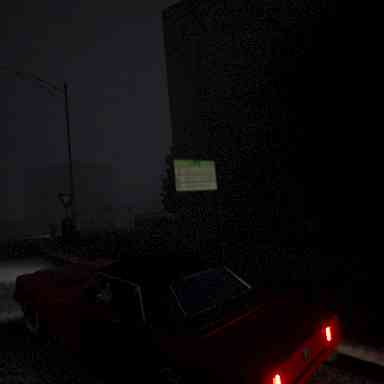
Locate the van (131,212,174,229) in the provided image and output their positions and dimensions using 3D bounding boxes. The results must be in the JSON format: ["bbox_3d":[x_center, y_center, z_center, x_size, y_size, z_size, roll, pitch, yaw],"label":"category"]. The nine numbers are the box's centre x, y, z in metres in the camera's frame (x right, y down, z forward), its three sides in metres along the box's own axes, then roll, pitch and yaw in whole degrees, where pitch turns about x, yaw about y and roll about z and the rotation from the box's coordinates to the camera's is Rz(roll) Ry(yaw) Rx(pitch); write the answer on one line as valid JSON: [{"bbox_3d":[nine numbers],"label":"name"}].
[{"bbox_3d":[-5.106,3.648,42.047,4.442,1.987,1.878,-6,-7,21],"label":"van"}]

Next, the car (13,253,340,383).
[{"bbox_3d":[-0.662,1.563,4.652,4.718,1.301,1.895,1,1,40],"label":"car"}]

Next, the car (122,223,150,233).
[{"bbox_3d":[-10.477,6.669,61.851,4.674,1.452,2.002,-6,-8,21],"label":"car"}]

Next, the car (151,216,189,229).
[{"bbox_3d":[-3.122,4.337,47.265,5.008,1.535,2.097,-6,-8,21],"label":"car"}]

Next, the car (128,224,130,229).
[{"bbox_3d":[-8.134,5.551,55.463,2.097,1.767,4.553,-6,-8,21],"label":"car"}]

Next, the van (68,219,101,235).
[{"bbox_3d":[-15.815,5.154,48.923,4.442,1.987,1.878,-6,-7,21],"label":"van"}]

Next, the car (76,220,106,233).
[{"bbox_3d":[-13.556,4.472,41.902,1.882,1.535,5.008,-6,-6,21],"label":"car"}]

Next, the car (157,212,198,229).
[{"bbox_3d":[-2.150,4.339,49.834,5.566,2.045,2.435,-6,-8,21],"label":"car"}]

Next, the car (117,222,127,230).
[{"bbox_3d":[-13.611,5.721,54.005,4.553,1.767,2.185,-6,-7,21],"label":"car"}]

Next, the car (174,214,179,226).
[{"bbox_3d":[-4.140,4.124,44.630,4.792,1.488,2.163,-6,-7,21],"label":"car"}]

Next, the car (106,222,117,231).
[{"bbox_3d":[-14.670,5.598,51.424,5.008,1.535,2.097,-6,-7,21],"label":"car"}]
